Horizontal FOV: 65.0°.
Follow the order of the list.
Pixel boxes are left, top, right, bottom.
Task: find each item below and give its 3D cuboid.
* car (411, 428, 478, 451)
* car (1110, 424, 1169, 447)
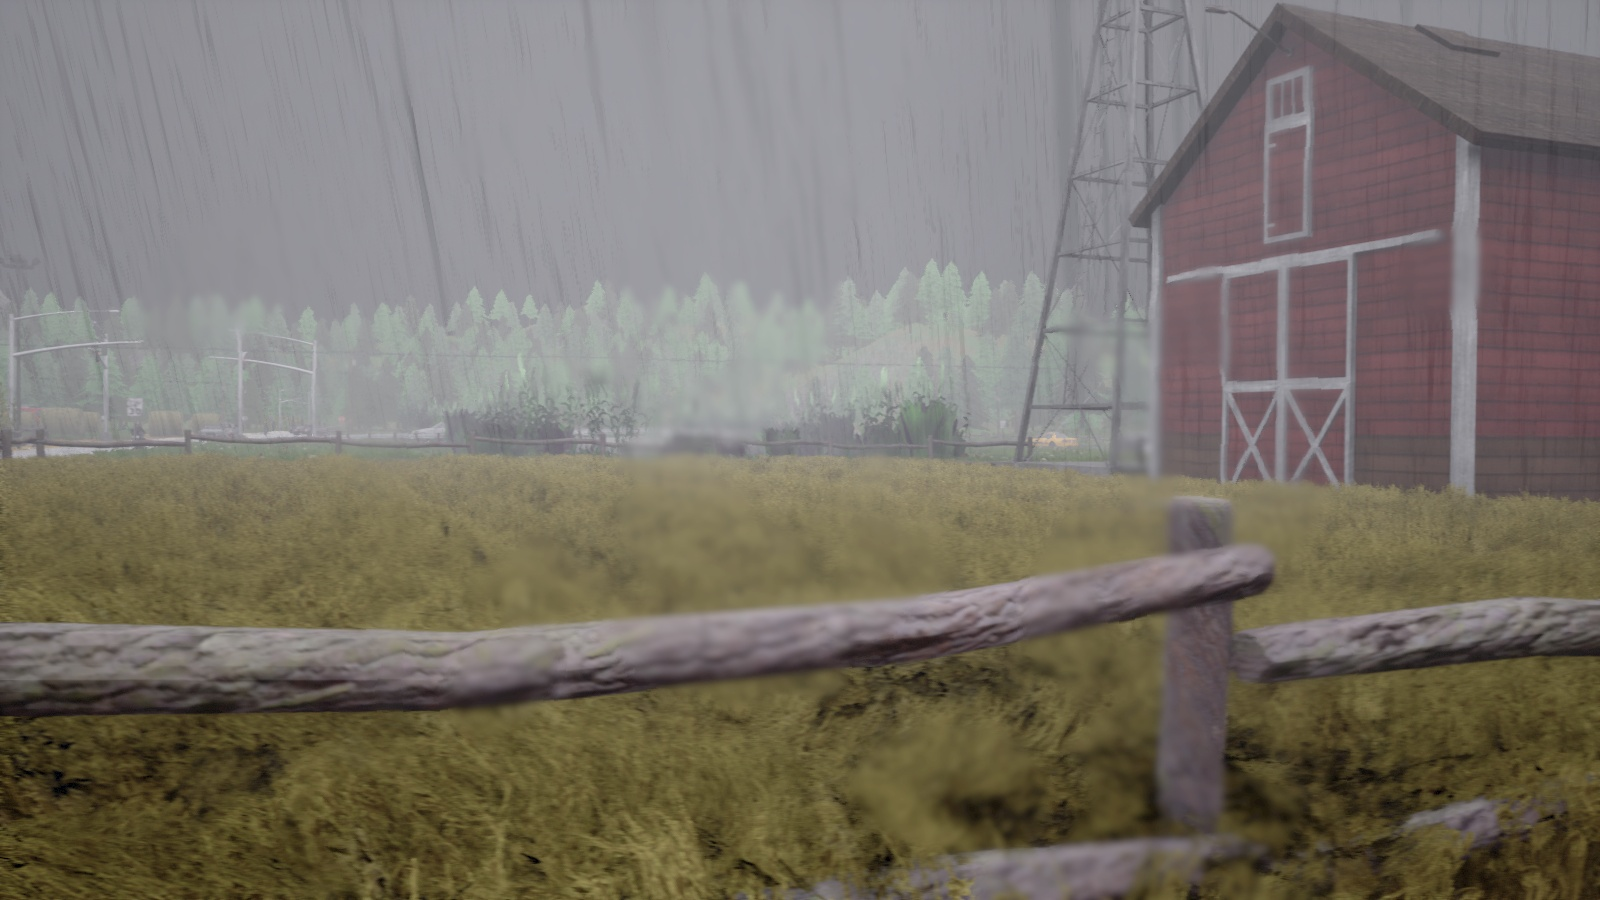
[{"bbox_3d":[-26.658,-0.813,94.268,4.674,1.442,1.812,-4,2,-15],"label":"car"},{"bbox_3d":[24.371,-1.045,90.360,1.882,1.535,5.008,-1,1,-15],"label":"car"}]
